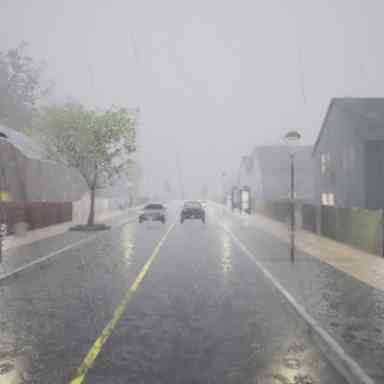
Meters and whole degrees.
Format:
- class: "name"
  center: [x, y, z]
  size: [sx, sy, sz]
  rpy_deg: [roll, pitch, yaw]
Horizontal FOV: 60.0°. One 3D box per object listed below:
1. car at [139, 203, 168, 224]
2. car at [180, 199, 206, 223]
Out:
- class: "car"
  center: [-2.819, 1.560, 25.052]
  size: [1.812, 1.442, 4.674]
  rpy_deg: [0, 0, 0]
- class: "car"
  center: [0.076, 1.530, 26.038]
  size: [2.128, 1.511, 4.902]
  rpy_deg: [0, 0, 0]
